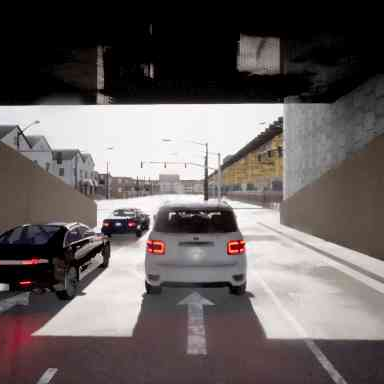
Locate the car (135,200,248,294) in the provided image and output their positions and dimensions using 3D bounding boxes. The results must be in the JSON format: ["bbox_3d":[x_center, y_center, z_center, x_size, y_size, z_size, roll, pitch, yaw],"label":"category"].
[{"bbox_3d":[0.085,1.221,8.905,2.150,2.045,5.566,0,0,0],"label":"car"}]

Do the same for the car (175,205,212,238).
[{"bbox_3d":[0.063,1.526,18.469,1.812,1.442,4.674,0,0,0],"label":"car"}]

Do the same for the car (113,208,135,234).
[{"bbox_3d":[-3.417,1.547,17.931,2.033,1.411,5.357,0,0,0],"label":"car"}]

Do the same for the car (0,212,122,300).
[{"bbox_3d":[-3.420,1.491,8.382,2.128,1.511,4.902,0,0,0],"label":"car"}]
